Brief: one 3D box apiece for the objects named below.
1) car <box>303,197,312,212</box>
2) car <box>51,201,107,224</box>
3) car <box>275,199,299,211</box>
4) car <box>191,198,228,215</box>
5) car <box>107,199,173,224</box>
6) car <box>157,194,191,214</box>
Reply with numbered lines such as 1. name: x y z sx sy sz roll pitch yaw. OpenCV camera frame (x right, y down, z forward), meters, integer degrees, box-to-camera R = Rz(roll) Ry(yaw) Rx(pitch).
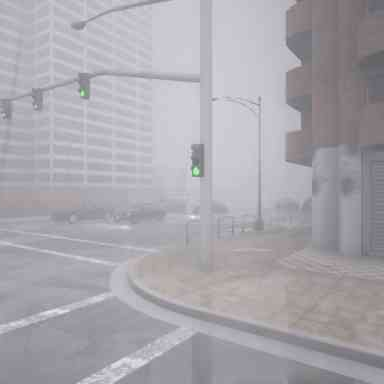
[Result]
1. car: 14.500 1.352 38.698 2.097 1.767 4.553 0 0 35
2. car: -8.141 1.478 25.206 1.882 1.535 5.008 0 0 35
3. car: 11.620 1.526 40.716 1.812 1.442 4.674 0 0 35
4. car: 1.855 1.564 33.247 1.994 1.385 4.181 0 0 36
5. car: -3.840 1.526 25.193 1.812 1.442 4.674 0 0 35
6. car: -2.566 1.352 33.074 2.097 1.767 4.553 0 0 35
